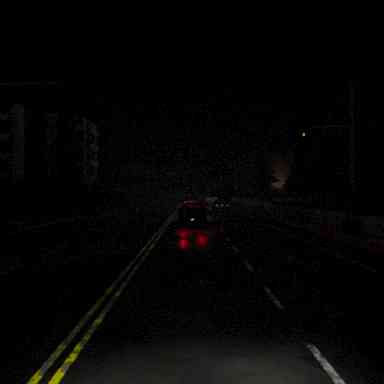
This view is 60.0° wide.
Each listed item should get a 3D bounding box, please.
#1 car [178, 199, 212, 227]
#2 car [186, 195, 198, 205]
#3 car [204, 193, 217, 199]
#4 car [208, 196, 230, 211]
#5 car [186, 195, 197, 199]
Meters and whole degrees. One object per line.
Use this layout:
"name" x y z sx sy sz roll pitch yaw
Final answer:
"car" 0.037 1.513 23.167 2.128 1.511 4.902 0 0 0
"car" -0.071 1.409 60.010 2.097 1.767 4.553 0 0 0
"car" 3.432 1.275 59.460 2.150 2.045 5.566 0 0 0
"car" 3.464 1.584 40.499 2.033 1.411 5.357 0 0 0
"car" -0.038 1.392 43.100 2.097 1.767 4.553 0 0 0
